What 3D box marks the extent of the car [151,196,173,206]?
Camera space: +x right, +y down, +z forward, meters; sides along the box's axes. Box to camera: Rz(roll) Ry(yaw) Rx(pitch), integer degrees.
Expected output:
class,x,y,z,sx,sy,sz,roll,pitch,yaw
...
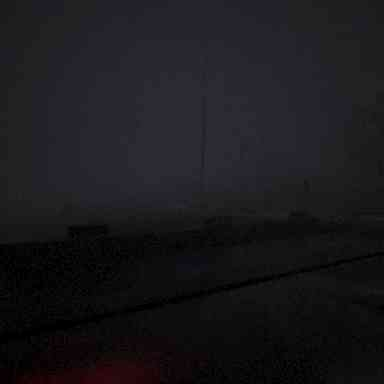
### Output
class,x,y,z,sx,sy,sz,roll,pitch,yaw
car,-4.748,1.422,51.843,1.812,1.442,4.674,0,0,-35
